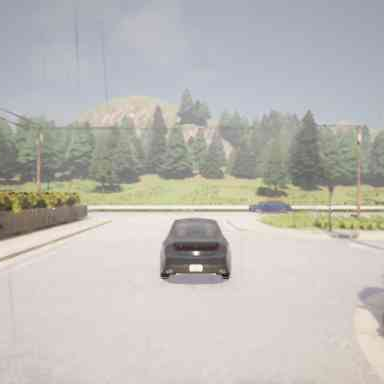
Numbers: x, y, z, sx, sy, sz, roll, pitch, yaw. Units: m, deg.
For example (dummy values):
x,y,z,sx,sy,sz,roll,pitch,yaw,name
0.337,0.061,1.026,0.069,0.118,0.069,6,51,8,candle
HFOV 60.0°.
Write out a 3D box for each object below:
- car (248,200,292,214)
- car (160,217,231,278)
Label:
x,y,z,sx,sy,sz,roll,pitch,yaw,name
8.548,1.650,36.511,4.674,1.442,1.812,0,0,0,car
0.096,1.541,10.248,1.837,1.490,4.892,0,0,0,car
